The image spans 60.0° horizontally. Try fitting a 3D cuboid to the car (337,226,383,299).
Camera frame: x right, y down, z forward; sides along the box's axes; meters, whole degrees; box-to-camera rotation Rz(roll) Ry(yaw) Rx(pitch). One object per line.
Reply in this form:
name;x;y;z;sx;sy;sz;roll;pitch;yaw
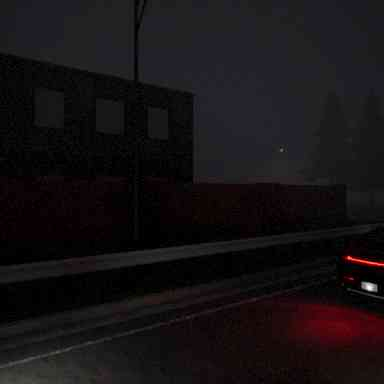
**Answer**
car;5.266;1.505;7.548;4.892;1.490;1.837;0;0;-35
